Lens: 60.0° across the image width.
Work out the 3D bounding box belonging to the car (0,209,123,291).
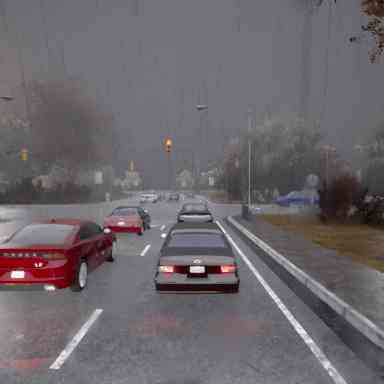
[{"bbox_3d":[-3.396,1.445,8.956,1.882,1.535,5.008,0,0,0],"label":"car"}]

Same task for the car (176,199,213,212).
[{"bbox_3d":[0.133,1.380,18.575,2.128,1.511,4.902,0,0,-1],"label":"car"}]

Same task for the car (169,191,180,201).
[{"bbox_3d":[-3.408,0.966,65.065,2.128,1.511,4.902,0,1,0],"label":"car"}]

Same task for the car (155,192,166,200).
[{"bbox_3d":[-7.107,0.873,75.760,2.128,1.511,4.902,0,1,-1],"label":"car"}]

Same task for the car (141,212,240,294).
[{"bbox_3d":[0.102,1.516,8.883,2.033,1.411,5.357,0,0,0],"label":"car"}]

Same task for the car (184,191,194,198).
[{"bbox_3d":[-0.473,0.716,86.142,2.128,1.511,4.902,0,1,-4],"label":"car"}]

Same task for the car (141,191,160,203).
[{"bbox_3d":[-7.082,0.791,55.199,2.150,2.045,5.566,0,1,0],"label":"car"}]

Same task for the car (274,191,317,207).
[{"bbox_3d":[13.536,0.897,43.142,5.566,2.045,2.150,0,0,-4],"label":"car"}]

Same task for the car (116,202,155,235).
[{"bbox_3d":[-3.395,1.458,17.943,1.994,1.385,4.181,0,0,0],"label":"car"}]

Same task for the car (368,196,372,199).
[{"bbox_3d":[24.074,1.217,43.738,5.357,1.411,2.033,0,1,-3],"label":"car"}]

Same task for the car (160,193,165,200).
[{"bbox_3d":[-7.039,0.963,65.371,2.128,1.511,4.902,0,1,0],"label":"car"}]
